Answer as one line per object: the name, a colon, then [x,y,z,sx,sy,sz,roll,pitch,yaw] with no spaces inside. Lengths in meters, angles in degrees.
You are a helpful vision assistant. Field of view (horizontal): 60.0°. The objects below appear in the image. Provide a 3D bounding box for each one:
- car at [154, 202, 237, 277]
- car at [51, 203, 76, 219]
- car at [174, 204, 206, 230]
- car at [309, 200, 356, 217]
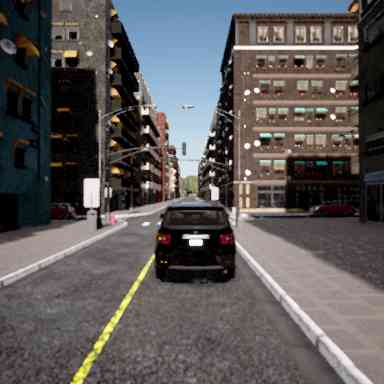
car: [0.091,1.306,10.623,2.150,2.045,5.566,0,0,0]
car: [-13.557,1.818,32.378,4.097,1.590,1.967,-1,0,0]
car: [-0.275,1.685,23.396,1.837,1.490,4.892,0,0,-5]
car: [13.548,1.557,32.312,4.097,1.590,1.967,-1,0,0]
